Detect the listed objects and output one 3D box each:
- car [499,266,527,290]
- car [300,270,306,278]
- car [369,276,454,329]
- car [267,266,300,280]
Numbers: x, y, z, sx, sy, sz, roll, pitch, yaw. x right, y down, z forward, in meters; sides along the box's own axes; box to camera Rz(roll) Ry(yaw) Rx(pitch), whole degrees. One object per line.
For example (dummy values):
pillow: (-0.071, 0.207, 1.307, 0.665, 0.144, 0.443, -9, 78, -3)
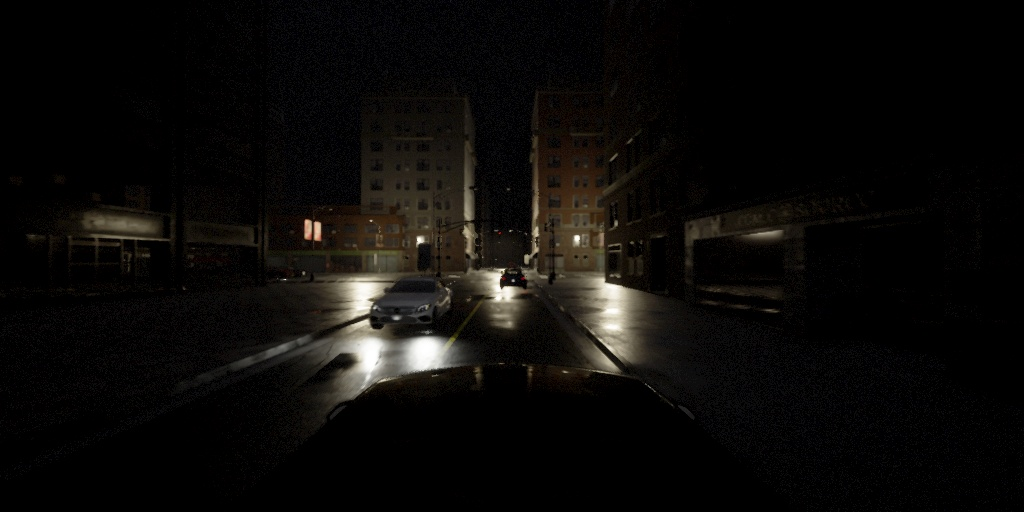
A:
car: (0.088, 1.672, 26.410, 1.994, 1.385, 4.181, 0, -1, 0)
car: (-27.309, 1.936, 42.860, 4.902, 1.511, 2.128, 0, -1, 0)
car: (-3.097, 1.424, 11.958, 1.812, 1.442, 4.674, 0, -1, 0)
car: (-26.772, 1.875, 39.612, 5.008, 1.535, 1.882, 0, -1, 0)
